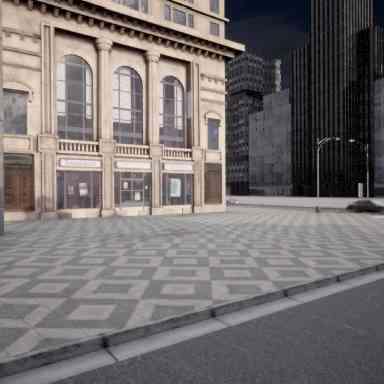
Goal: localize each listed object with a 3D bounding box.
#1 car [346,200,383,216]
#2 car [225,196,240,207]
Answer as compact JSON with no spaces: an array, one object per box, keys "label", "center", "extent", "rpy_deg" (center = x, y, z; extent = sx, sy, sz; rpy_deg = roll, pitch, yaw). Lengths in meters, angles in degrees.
[{"label":"car","center":[17.119,1.472,31.720],"extent":[1.812,1.442,4.674],"rpy_deg":[-1,1,-34]},{"label":"car","center":[5.104,1.377,49.432],"extent":[2.128,1.511,4.902],"rpy_deg":[-1,0,-34]}]
